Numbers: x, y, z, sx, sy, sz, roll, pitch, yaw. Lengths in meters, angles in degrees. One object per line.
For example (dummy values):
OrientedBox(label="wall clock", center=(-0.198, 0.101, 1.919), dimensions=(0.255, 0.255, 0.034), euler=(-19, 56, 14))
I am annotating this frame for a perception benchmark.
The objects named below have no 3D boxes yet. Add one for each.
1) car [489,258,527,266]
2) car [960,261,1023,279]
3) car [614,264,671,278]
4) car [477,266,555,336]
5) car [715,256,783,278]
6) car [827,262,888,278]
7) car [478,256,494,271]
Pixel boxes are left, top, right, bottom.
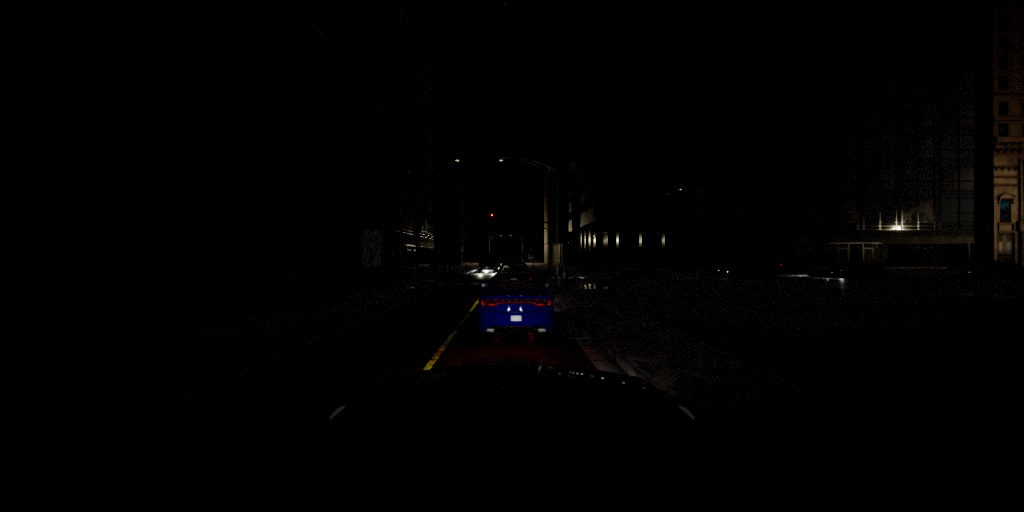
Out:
OrientedBox(label="car", center=(0.140, 1.107, 19.283), dimensions=(2.097, 1.767, 4.553), euler=(0, 0, 2))
OrientedBox(label="car", center=(40.948, 1.203, 30.154), dimensions=(5.008, 1.535, 1.882), euler=(0, 0, 0))
OrientedBox(label="car", center=(12.024, 1.371, 33.308), dimensions=(4.718, 1.301, 1.895), euler=(0, 0, 3))
OrientedBox(label="car", center=(0.093, 1.229, 10.414), dimensions=(1.882, 1.535, 5.008), euler=(0, 0, 0))
OrientedBox(label="car", center=(21.975, 0.986, 33.326), dimensions=(5.566, 2.045, 2.150), euler=(0, 0, -1))
OrientedBox(label="car", center=(32.072, 1.276, 33.322), dimensions=(4.674, 1.442, 1.812), euler=(0, 0, 0))
OrientedBox(label="car", center=(-3.136, 1.000, 45.826), dimensions=(2.150, 2.045, 5.566), euler=(0, 0, -2))
